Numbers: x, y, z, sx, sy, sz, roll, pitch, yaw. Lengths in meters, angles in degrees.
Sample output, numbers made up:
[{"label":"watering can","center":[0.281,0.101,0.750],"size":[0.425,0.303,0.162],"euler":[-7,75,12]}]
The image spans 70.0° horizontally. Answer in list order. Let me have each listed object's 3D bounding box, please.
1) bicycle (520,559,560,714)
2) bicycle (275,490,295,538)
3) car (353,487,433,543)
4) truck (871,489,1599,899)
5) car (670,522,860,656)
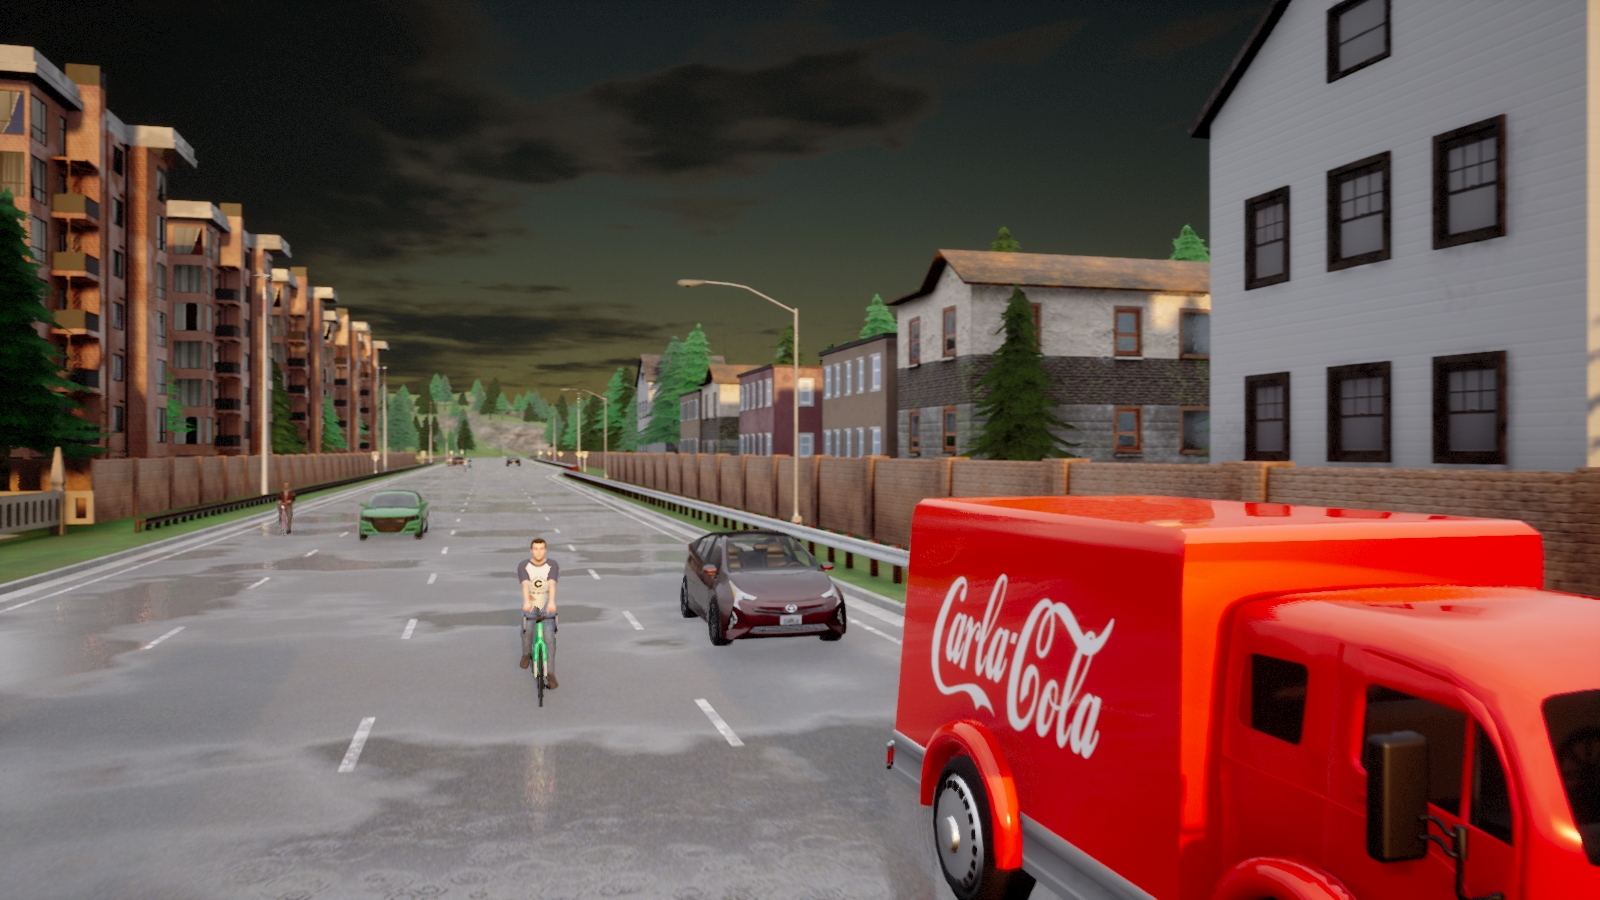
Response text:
[{"label":"bicycle","center":[-2.971,2.064,13.005],"size":[0.373,1.496,1.643],"euler":[0,0,-15]},{"label":"bicycle","center":[-16.866,2.085,37.437],"size":[0.329,1.471,1.835],"euler":[0,0,-15]},{"label":"car","center":[-13.227,2.058,37.373],"size":[2.097,1.535,5.006],"euler":[0,0,-15]},{"label":"truck","center":[2.483,1.564,6.187],"size":[2.627,2.467,5.204],"euler":[0,0,-16]},{"label":"car","center":[-0.714,2.050,18.002],"size":[2.007,1.525,4.514],"euler":[0,0,-15]}]
